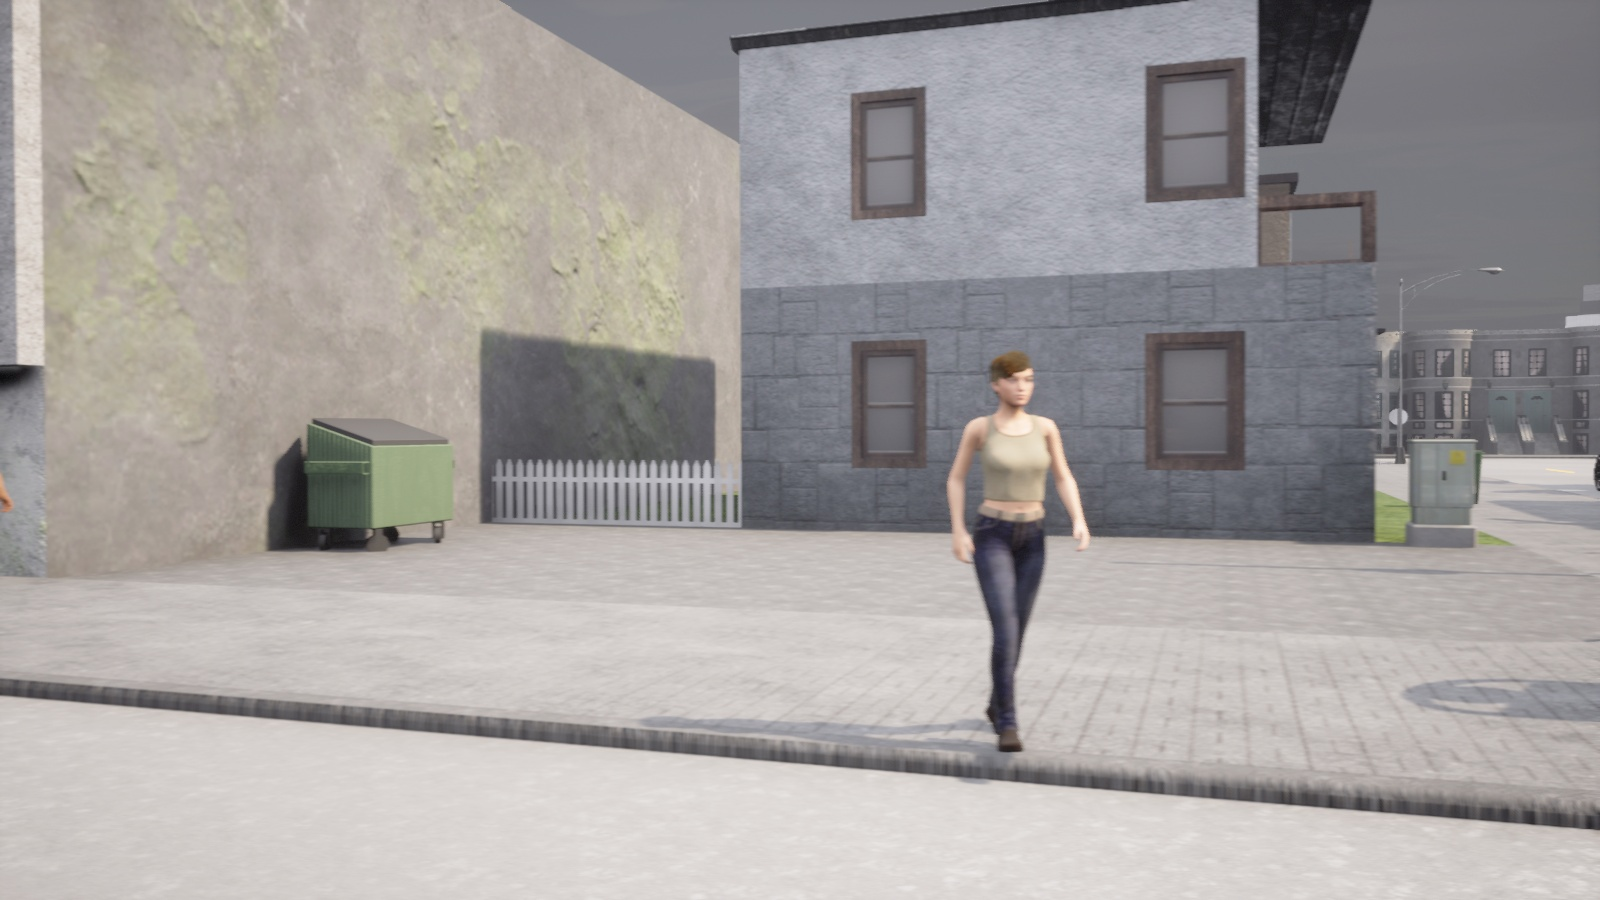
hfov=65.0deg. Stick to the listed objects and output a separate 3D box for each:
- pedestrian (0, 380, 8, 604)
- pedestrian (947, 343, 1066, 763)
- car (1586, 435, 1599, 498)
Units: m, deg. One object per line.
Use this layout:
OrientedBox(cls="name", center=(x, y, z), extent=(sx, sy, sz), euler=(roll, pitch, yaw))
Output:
OrientedBox(cls="pedestrian", center=(-7.016, 0.344, 10.368), extent=(0.694, 1.848, 0.540), euler=(1, 1, 31))
OrientedBox(cls="pedestrian", center=(0.941, 0.447, 5.806), extent=(0.345, 1.836, 0.594), euler=(0, 1, -11))
OrientedBox(cls="car", center=(19.645, 0.406, 28.730), extent=(1.970, 1.475, 3.806), euler=(1, 1, 19))
